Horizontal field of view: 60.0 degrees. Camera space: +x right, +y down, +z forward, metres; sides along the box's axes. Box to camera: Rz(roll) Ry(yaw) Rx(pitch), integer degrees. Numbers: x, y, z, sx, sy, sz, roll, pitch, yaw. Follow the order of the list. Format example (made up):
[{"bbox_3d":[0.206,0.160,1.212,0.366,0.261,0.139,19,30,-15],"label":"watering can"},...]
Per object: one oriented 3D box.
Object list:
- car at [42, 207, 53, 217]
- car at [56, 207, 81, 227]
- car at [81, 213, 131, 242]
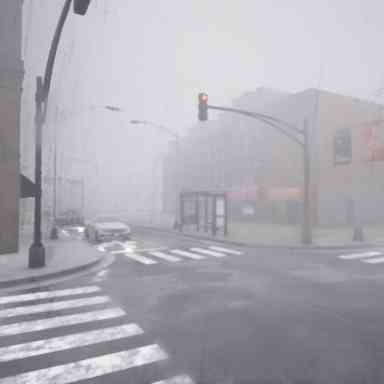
[{"bbox_3d":[-20.642,2.810,46.974,1.812,1.442,4.674,1,-2,-29],"label":"car"},{"bbox_3d":[-10.991,2.374,30.052,1.994,1.385,4.181,1,-2,-30],"label":"car"},{"bbox_3d":[-5.086,2.049,19.767,1.812,1.442,4.674,1,-2,-28],"label":"car"}]
